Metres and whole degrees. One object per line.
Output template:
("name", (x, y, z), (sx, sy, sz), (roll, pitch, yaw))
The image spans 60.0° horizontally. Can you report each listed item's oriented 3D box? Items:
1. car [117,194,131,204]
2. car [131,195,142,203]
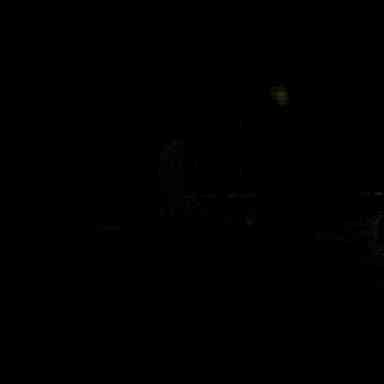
("car", (-11.069, 0.986, 48.134), (1.812, 1.442, 4.674), (1, 0, -35))
("car", (-9.547, 1.092, 51.641), (1.895, 1.301, 4.718), (1, 0, -35))
